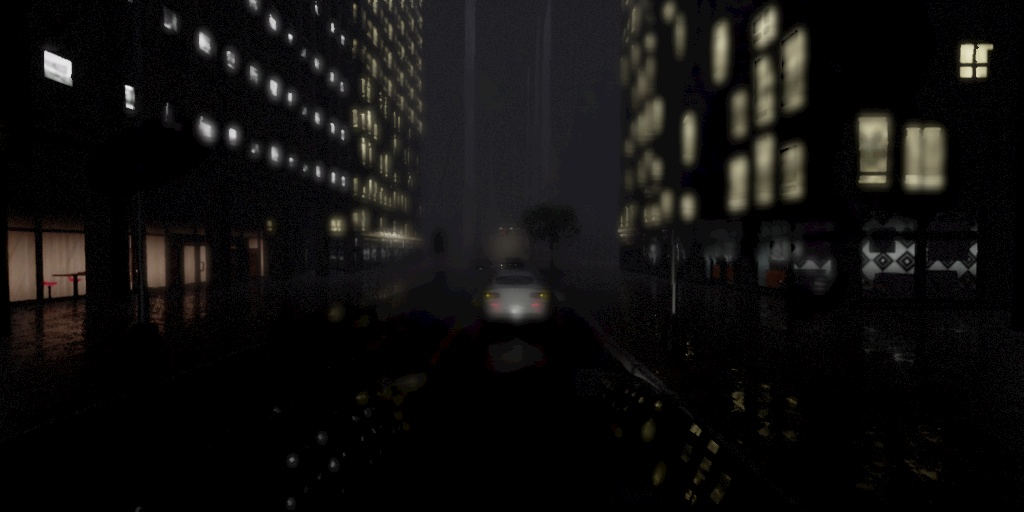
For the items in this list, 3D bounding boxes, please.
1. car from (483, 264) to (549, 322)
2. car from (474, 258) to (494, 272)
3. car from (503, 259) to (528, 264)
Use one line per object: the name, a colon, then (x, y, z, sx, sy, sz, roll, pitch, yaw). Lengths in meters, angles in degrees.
car: (0.141, 1.176, 11.632, 1.812, 1.442, 4.674, 0, 1, 0)
car: (-2.877, 0.946, 38.040, 2.033, 1.411, 5.357, 0, 1, 0)
car: (0.273, 0.965, 31.319, 1.837, 1.490, 4.892, 0, 0, 0)
